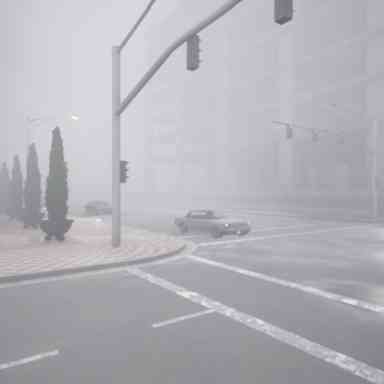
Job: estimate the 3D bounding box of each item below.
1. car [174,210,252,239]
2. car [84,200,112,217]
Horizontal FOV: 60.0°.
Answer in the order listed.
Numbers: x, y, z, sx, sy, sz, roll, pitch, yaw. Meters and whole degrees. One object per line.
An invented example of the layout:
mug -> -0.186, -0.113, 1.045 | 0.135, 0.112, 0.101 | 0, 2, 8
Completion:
car -> 1.012, 1.655, 17.947 | 1.895, 1.301, 4.718 | 0, 0, -35
car -> -9.003, 1.559, 32.266 | 1.837, 1.490, 4.892 | 0, 0, -35
